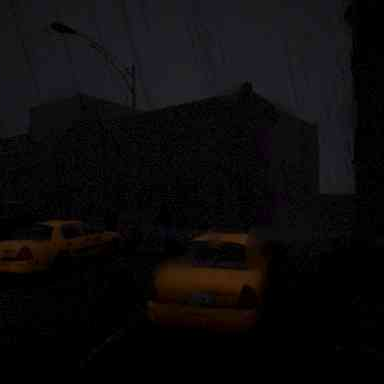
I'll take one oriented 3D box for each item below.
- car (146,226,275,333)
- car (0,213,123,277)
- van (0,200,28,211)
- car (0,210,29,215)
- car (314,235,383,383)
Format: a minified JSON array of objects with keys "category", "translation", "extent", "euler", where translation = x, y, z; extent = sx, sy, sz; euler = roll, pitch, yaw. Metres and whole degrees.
[{"category":"car","translation":[0.750,1.500,7.128],"extent":[1.946,1.575,5.366],"euler":[0,-1,16]},{"category":"car","translation":[-4.021,1.530,10.532],"extent":[1.946,1.575,5.366],"euler":[0,-1,15]},{"category":"van","translation":[-8.879,1.334,13.643],"extent":[1.878,1.987,4.442],"euler":[0,-1,15]},{"category":"car","translation":[-6.456,1.576,12.083],"extent":[2.163,1.488,4.792],"euler":[0,-1,15]},{"category":"car","translation":[3.076,1.516,5.215],"extent":[2.163,1.488,4.792],"euler":[0,-1,16]}]
